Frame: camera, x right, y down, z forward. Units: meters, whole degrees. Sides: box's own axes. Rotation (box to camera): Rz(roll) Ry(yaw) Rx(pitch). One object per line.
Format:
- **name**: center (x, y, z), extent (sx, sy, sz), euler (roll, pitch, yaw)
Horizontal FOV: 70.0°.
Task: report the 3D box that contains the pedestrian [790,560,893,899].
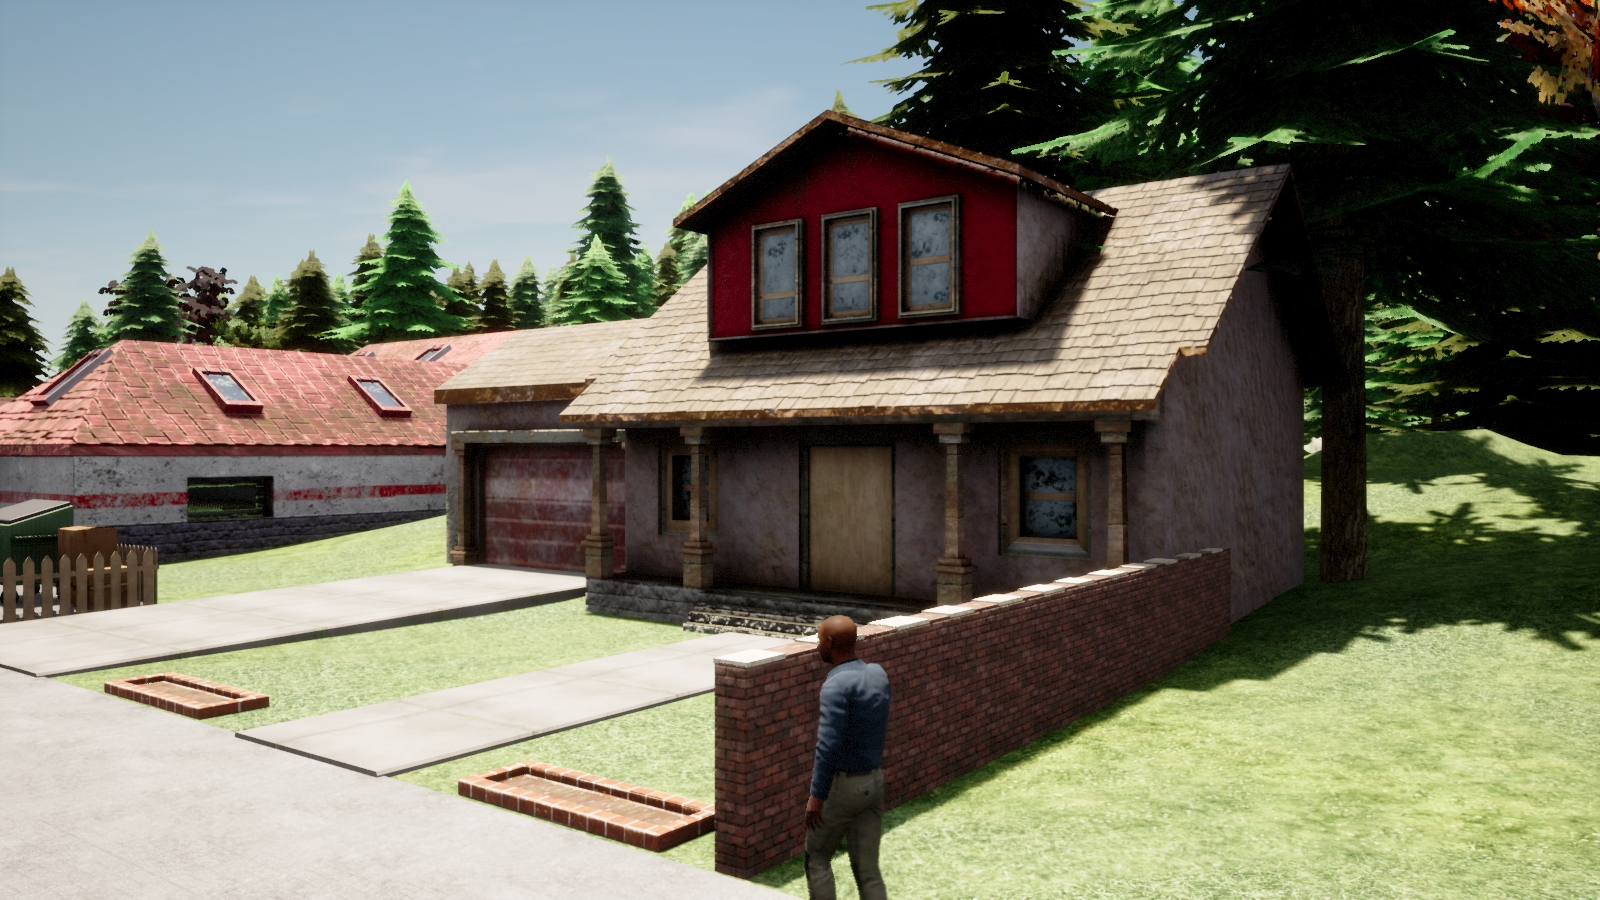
- **pedestrian**: center (0.215, 1.524, 5.884), extent (0.375, 1.860, 0.375), euler (0, 0, 40)
